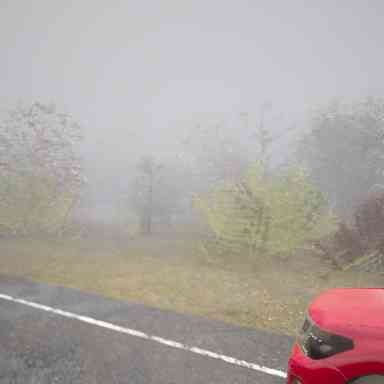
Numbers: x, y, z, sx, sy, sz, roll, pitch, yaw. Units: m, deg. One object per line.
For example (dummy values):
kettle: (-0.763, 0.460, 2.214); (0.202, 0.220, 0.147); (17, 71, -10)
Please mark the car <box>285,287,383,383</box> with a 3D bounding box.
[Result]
car: (3.669, 1.481, 2.629); (5.566, 2.045, 2.150); (0, -4, 32)
